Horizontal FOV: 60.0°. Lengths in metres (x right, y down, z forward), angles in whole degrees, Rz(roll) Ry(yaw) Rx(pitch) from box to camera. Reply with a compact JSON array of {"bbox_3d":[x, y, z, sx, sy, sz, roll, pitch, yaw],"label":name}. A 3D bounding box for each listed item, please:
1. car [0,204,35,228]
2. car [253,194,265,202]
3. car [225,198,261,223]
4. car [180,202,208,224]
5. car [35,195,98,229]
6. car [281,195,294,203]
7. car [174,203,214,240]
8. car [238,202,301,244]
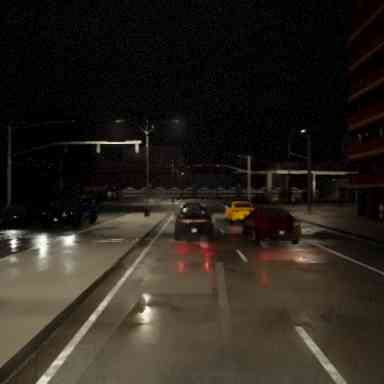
[{"bbox_3d":[-11.507,1.521,22.280,1.812,1.442,4.674,0,0,0],"label":"car"},{"bbox_3d":[13.191,1.247,65.317,2.242,1.667,4.611,0,0,0],"label":"car"},{"bbox_3d":[3.593,1.459,25.062,1.882,1.535,5.008,0,0,0],"label":"car"},{"bbox_3d":[0.095,1.545,25.736,1.994,1.385,4.181,0,0,-1],"label":"car"},{"bbox_3d":[-8.007,1.259,22.290,2.150,2.045,5.566,0,0,0],"label":"car"},{"bbox_3d":[18.936,1.407,66.081,1.970,1.475,3.806,0,0,0],"label":"car"},{"bbox_3d":[0.095,1.479,16.968,2.128,1.511,4.902,0,0,0],"label":"car"},{"bbox_3d":[3.594,1.466,15.809,1.882,1.535,5.008,0,0,0],"label":"car"}]
